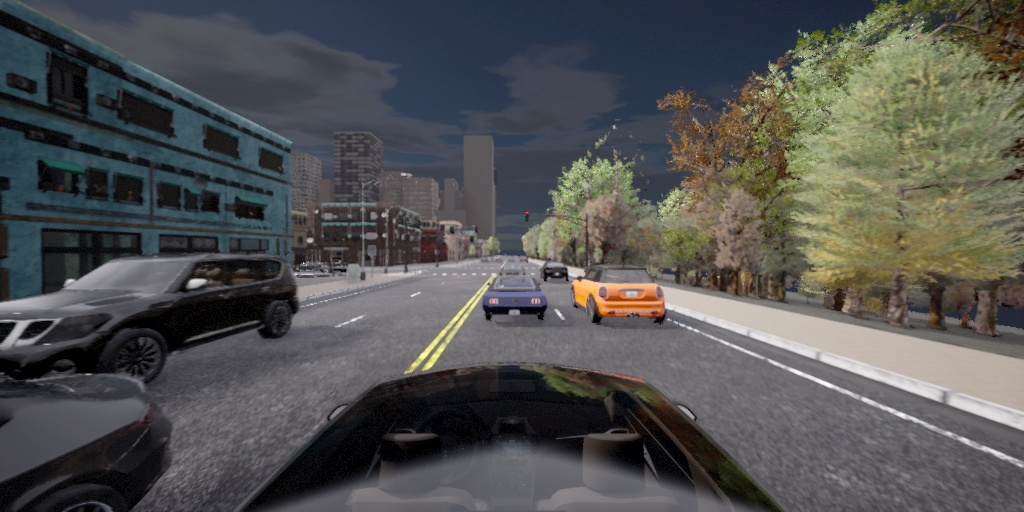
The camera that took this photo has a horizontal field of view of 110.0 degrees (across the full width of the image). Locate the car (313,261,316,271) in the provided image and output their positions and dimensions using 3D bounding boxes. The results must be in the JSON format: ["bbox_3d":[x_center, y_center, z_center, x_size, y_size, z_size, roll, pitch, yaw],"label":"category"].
[{"bbox_3d":[-28.397,1.438,50.437,4.403,1.370,2.007,0,0,0],"label":"car"}]

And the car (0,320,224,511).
[{"bbox_3d":[-3.355,1.279,0.677,1.812,1.442,4.674,0,0,0],"label":"car"}]

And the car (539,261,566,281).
[{"bbox_3d":[3.286,1.154,28.602,1.882,1.535,5.008,0,0,0],"label":"car"}]

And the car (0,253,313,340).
[{"bbox_3d":[-6.612,0.960,7.098,2.150,2.045,5.566,0,0,0],"label":"car"}]

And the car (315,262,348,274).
[{"bbox_3d":[-20.043,1.463,41.946,4.313,1.339,1.948,0,0,0],"label":"car"}]

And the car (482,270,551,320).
[{"bbox_3d":[0.076,1.321,12.465,1.895,1.301,4.718,0,0,0],"label":"car"}]

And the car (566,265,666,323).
[{"bbox_3d":[3.325,1.073,12.087,2.097,1.767,4.553,0,0,0],"label":"car"}]

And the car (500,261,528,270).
[{"bbox_3d":[0.042,1.283,26.852,1.895,1.301,4.718,0,0,0],"label":"car"}]
